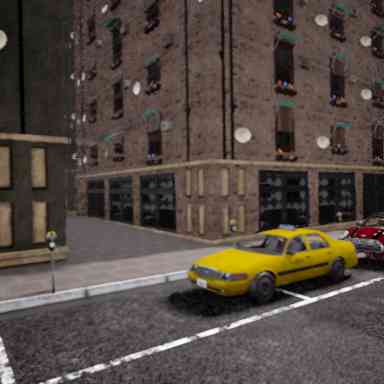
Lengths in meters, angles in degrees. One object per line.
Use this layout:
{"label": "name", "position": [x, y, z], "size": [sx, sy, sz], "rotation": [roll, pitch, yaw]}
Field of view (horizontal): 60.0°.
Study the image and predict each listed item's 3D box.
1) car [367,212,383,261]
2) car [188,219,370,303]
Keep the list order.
{"label": "car", "position": [6.839, 1.414, 11.457], "size": [4.097, 1.590, 1.967], "rotation": [0, -1, -35]}
{"label": "car", "position": [2.159, 1.512, 8.117], "size": [4.829, 1.417, 1.752], "rotation": [0, -1, -35]}
